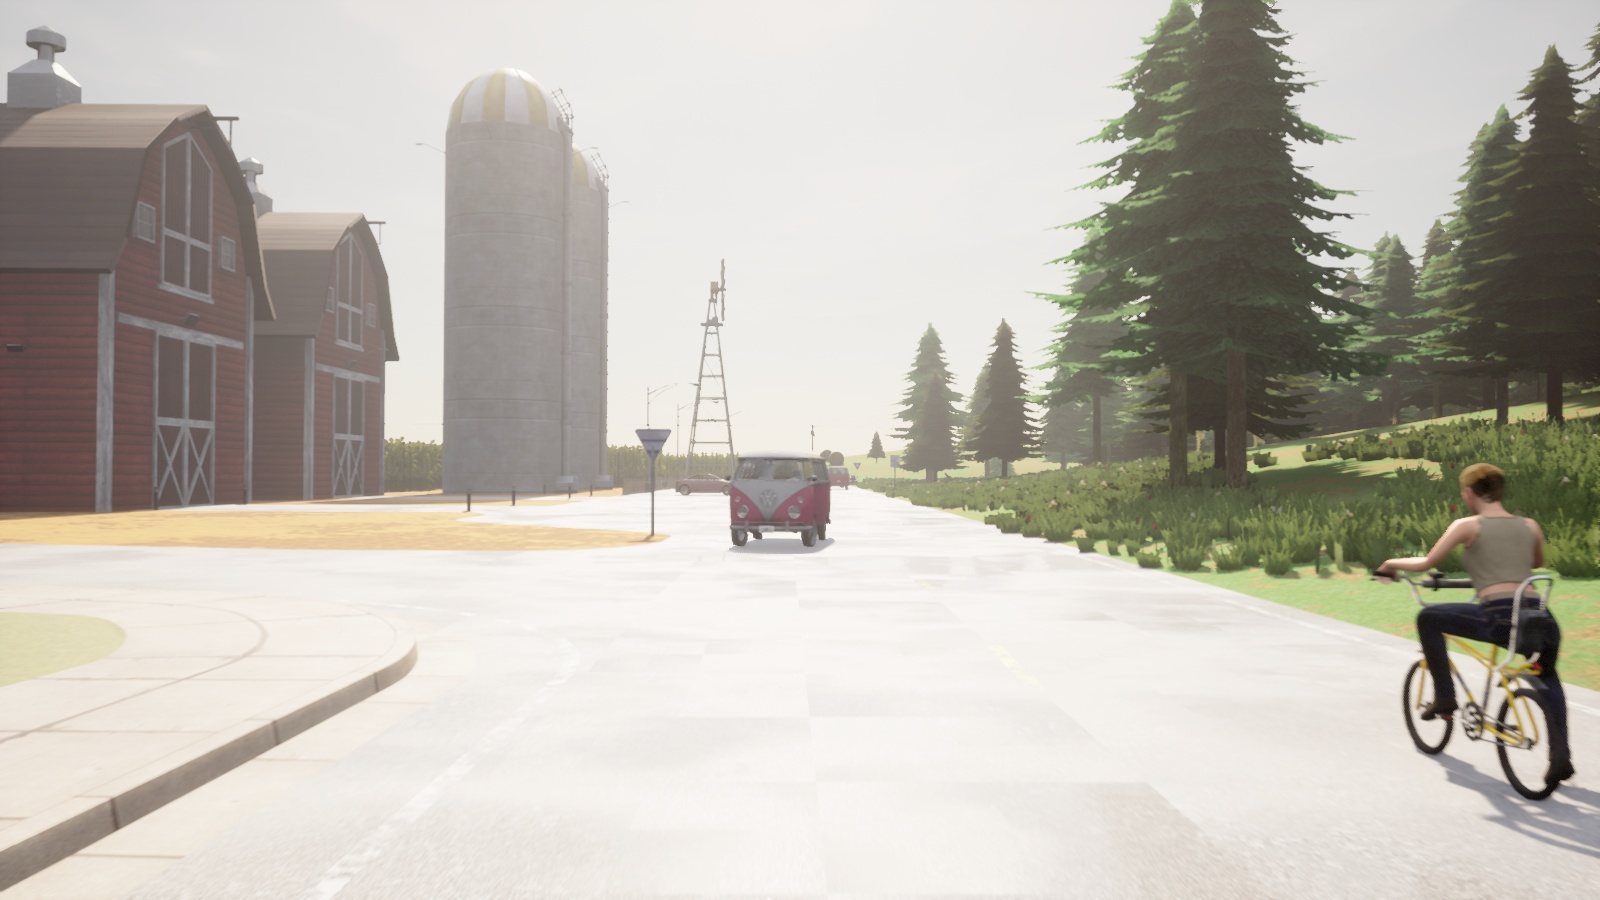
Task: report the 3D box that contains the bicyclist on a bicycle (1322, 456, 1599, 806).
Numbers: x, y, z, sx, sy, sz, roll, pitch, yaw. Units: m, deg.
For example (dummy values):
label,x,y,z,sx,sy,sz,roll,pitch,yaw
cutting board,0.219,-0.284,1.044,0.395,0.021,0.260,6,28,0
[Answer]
label,x,y,z,sx,sy,sz,roll,pitch,yaw
bicyclist on a bicycle,3.491,0.847,6.571,0.866,1.612,1.509,0,-1,0

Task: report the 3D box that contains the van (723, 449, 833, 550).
label,x,y,z,sx,sy,sz,roll,pitch,yaw
van,-0.385,1.023,27.111,1.775,1.987,4.442,0,-1,7
